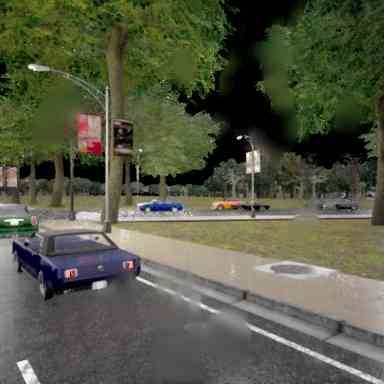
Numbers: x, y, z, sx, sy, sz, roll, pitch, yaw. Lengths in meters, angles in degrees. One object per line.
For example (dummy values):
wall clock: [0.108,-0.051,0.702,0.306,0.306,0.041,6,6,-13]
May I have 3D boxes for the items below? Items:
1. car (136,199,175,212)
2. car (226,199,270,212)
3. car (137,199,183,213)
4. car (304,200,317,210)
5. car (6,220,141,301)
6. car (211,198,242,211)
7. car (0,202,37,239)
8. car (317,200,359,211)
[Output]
car: [-4.548,1.655,41.549,4.674,1.442,1.812,0,0,-16]
car: [7.108,1.795,41.134,4.718,1.301,1.895,0,0,-14]
car: [-3.583,1.609,38.448,5.008,1.535,1.882,0,0,-13]
car: [18.026,1.831,47.212,4.181,1.385,1.994,0,0,-14]
car: [-3.226,1.600,8.516,1.895,1.301,4.718,0,0,-38]
car: [4.772,1.536,43.899,4.553,1.767,2.097,0,0,-14]
car: [-8.888,1.350,15.924,2.097,1.767,4.553,0,0,-37]
car: [19.785,1.766,44.300,4.902,1.511,2.128,0,0,-14]
